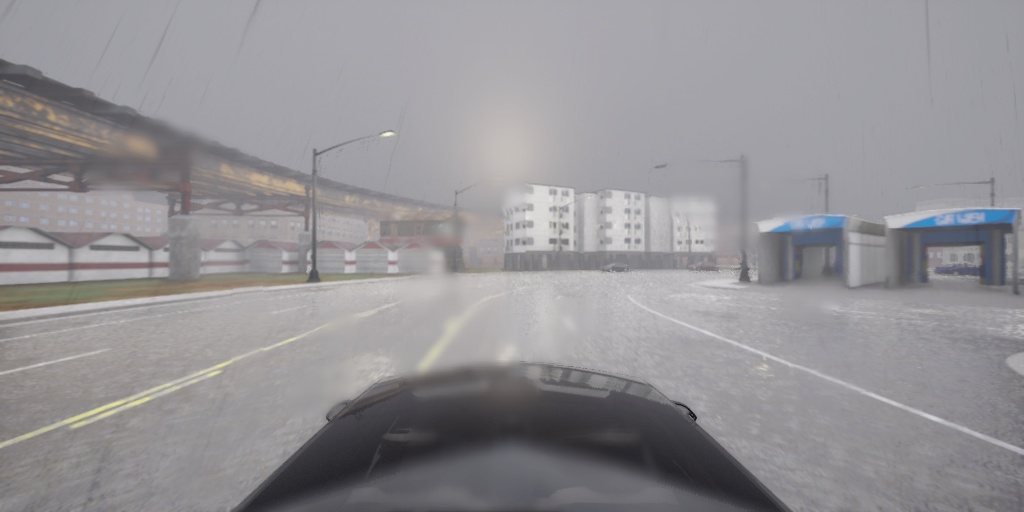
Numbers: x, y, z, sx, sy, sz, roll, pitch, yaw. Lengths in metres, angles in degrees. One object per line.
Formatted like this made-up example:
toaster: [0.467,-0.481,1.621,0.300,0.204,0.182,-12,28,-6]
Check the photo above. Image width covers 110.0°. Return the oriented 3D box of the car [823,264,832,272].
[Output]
car: [42.839,1.792,48.002,5.357,1.411,2.033,0,-1,0]

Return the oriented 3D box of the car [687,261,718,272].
car: [30.544,1.665,57.657,4.553,1.767,2.097,0,0,-10]

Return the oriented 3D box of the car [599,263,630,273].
car: [14.898,1.738,52.156,4.892,1.490,1.837,0,-1,-28]

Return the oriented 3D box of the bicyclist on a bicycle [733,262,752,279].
bicyclist on a bicycle: [21.076,1.371,32.849,0.582,1.620,1.656,0,-1,-34]

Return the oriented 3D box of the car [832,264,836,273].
car: [43.311,1.567,44.511,4.553,1.767,2.097,0,-1,0]
